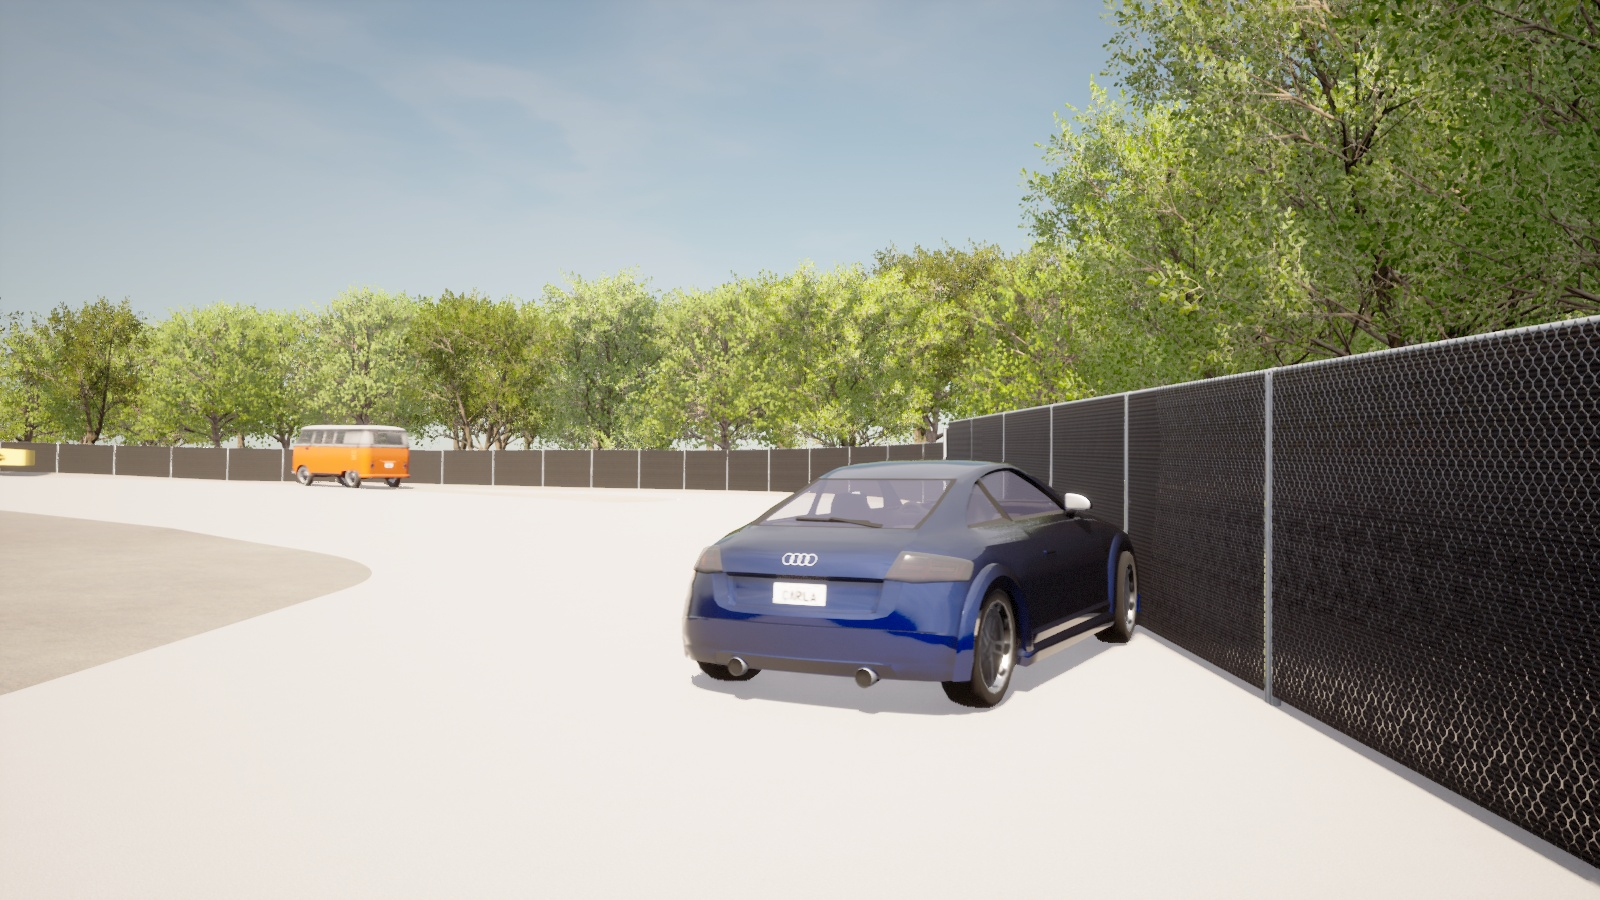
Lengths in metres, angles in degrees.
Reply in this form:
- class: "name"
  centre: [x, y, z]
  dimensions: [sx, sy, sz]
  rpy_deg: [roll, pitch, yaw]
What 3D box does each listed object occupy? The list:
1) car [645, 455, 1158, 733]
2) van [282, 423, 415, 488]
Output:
- class: "car"
  centre: [0.981, 0.759, 8.776]
  dimensions: [1.994, 1.385, 4.181]
  rpy_deg: [0, 0, 29]
- class: "van"
  centre: [-14.498, 0.173, 40.236]
  dimensions: [4.442, 1.987, 1.775]
  rpy_deg: [1, -1, 36]
